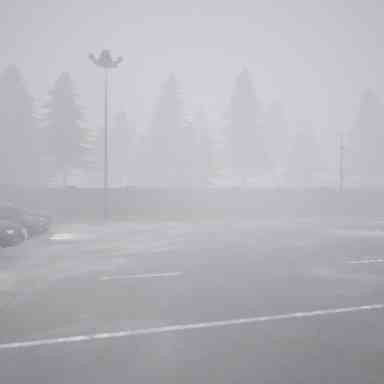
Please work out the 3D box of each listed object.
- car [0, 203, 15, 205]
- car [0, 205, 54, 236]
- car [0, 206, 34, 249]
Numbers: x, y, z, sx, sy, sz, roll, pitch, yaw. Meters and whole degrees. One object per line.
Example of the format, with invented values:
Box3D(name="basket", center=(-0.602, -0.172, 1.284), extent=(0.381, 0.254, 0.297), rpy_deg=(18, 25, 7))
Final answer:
Box3D(name="car", center=(-10.490, 1.419, 18.908), extent=(4.892, 1.490, 1.837), rpy_deg=(0, 0, -15))
Box3D(name="car", center=(-8.975, 1.491, 15.690), extent=(4.181, 1.385, 1.994), rpy_deg=(0, 0, -15))
Box3D(name="car", center=(-8.734, 1.430, 12.130), extent=(4.902, 1.511, 2.128), rpy_deg=(0, 0, -15))
